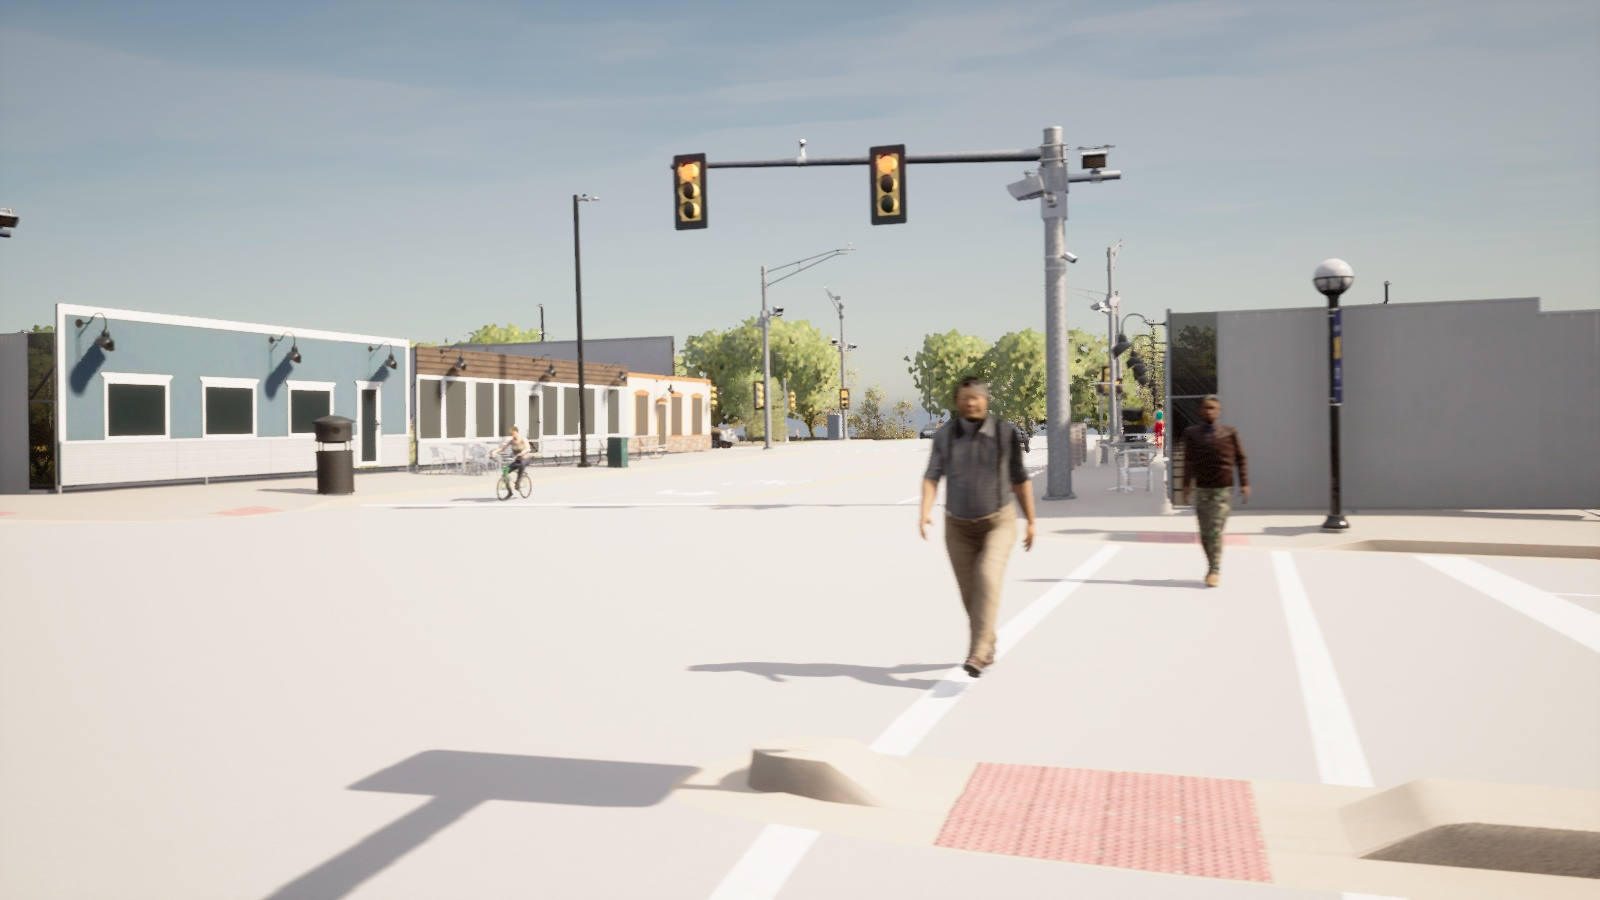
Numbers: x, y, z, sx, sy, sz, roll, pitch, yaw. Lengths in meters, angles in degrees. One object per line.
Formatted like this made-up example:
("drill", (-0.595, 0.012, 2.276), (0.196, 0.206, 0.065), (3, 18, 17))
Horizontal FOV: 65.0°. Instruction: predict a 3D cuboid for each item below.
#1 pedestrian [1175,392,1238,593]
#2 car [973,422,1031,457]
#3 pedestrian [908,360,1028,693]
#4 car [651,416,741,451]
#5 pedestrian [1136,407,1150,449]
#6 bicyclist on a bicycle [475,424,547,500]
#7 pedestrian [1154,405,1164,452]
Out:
("pedestrian", (3.852, 0.378, 11.877), (0.431, 1.840, 0.703), (0, 2, 28))
("car", (8.767, -0.485, 54.198), (1.994, 1.385, 4.181), (-1, 2, 16))
("pedestrian", (0.999, 0.419, 7.368), (0.540, 1.848, 0.694), (0, 2, 20))
("car", (-5.835, -0.931, 70.743), (4.605, 1.855, 1.932), (-1, 2, 19))
("pedestrian", (15.364, -0.985, 56.286), (0.431, 1.840, 0.709), (-1, 2, 0))
("bicyclist on a bicycle", (-6.283, 0.242, 27.415), (0.866, 1.612, 1.509), (0, 1, 17))
("pedestrian", (14.141, -0.838, 49.451), (0.345, 1.836, 0.594), (-1, 2, 16))
